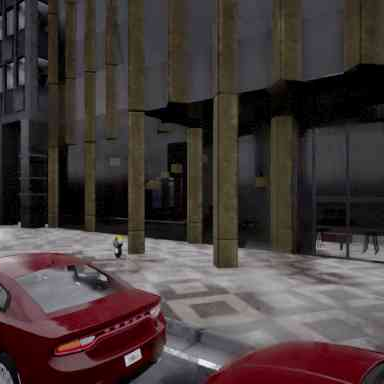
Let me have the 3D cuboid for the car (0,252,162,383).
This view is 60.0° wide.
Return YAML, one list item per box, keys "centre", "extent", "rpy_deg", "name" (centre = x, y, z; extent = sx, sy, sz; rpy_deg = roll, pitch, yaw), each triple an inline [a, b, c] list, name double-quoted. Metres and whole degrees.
- centre: [-2.414, 1.545, 4.678]
  extent: [4.507, 1.381, 1.887]
  rpy_deg: [0, 0, 35]
  name: "car"

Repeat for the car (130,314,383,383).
- centre: [2.016, 1.545, 1.525]
  extent: [4.507, 1.381, 1.887]
  rpy_deg: [0, 0, 35]
  name: "car"
